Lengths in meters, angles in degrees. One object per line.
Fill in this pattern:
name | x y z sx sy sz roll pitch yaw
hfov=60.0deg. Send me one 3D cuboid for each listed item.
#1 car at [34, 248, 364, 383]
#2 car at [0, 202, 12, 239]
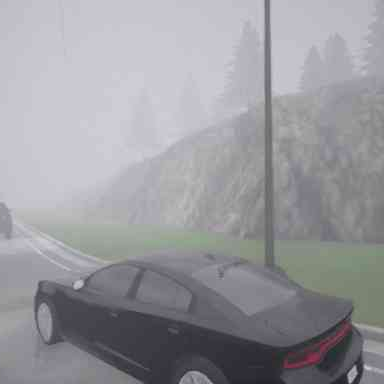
car | -0.401 1.547 4.698 5.008 1.535 1.882 -1 -1 41
car | -11.729 1.573 19.117 2.150 2.045 5.566 0 -1 -33
